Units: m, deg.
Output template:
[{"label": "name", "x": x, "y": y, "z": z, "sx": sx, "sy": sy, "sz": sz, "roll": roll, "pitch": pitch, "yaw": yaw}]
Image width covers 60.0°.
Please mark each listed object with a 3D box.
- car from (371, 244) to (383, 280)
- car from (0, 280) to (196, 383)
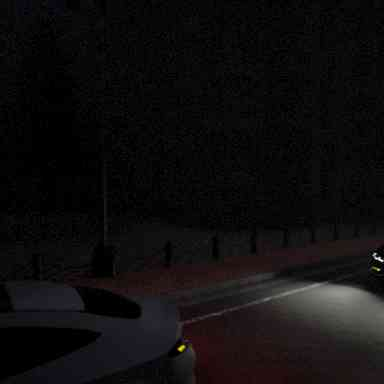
[{"label": "car", "x": 6.602, "y": 1.514, "z": 8.724, "sx": 4.892, "sy": 1.490, "sz": 1.837, "roll": 0, "pitch": 0, "yaw": -36}, {"label": "car", "x": -2.113, "y": 1.528, "z": 2.454, "sx": 4.674, "sy": 1.442, "sz": 1.812, "roll": 0, "pitch": 0, "yaw": -36}]
